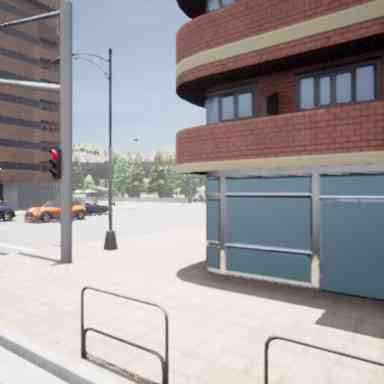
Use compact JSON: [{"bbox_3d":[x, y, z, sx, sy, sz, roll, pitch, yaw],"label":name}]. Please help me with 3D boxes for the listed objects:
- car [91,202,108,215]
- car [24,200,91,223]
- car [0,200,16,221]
[{"bbox_3d":[-10.646,1.652,32.382,1.895,1.301,4.718,0,0,36],"label":"car"},{"bbox_3d":[-10.748,1.397,26.296,2.097,1.767,4.553,0,0,36],"label":"car"},{"bbox_3d":[-15.972,1.403,25.139,2.097,1.767,4.553,0,0,38],"label":"car"}]
